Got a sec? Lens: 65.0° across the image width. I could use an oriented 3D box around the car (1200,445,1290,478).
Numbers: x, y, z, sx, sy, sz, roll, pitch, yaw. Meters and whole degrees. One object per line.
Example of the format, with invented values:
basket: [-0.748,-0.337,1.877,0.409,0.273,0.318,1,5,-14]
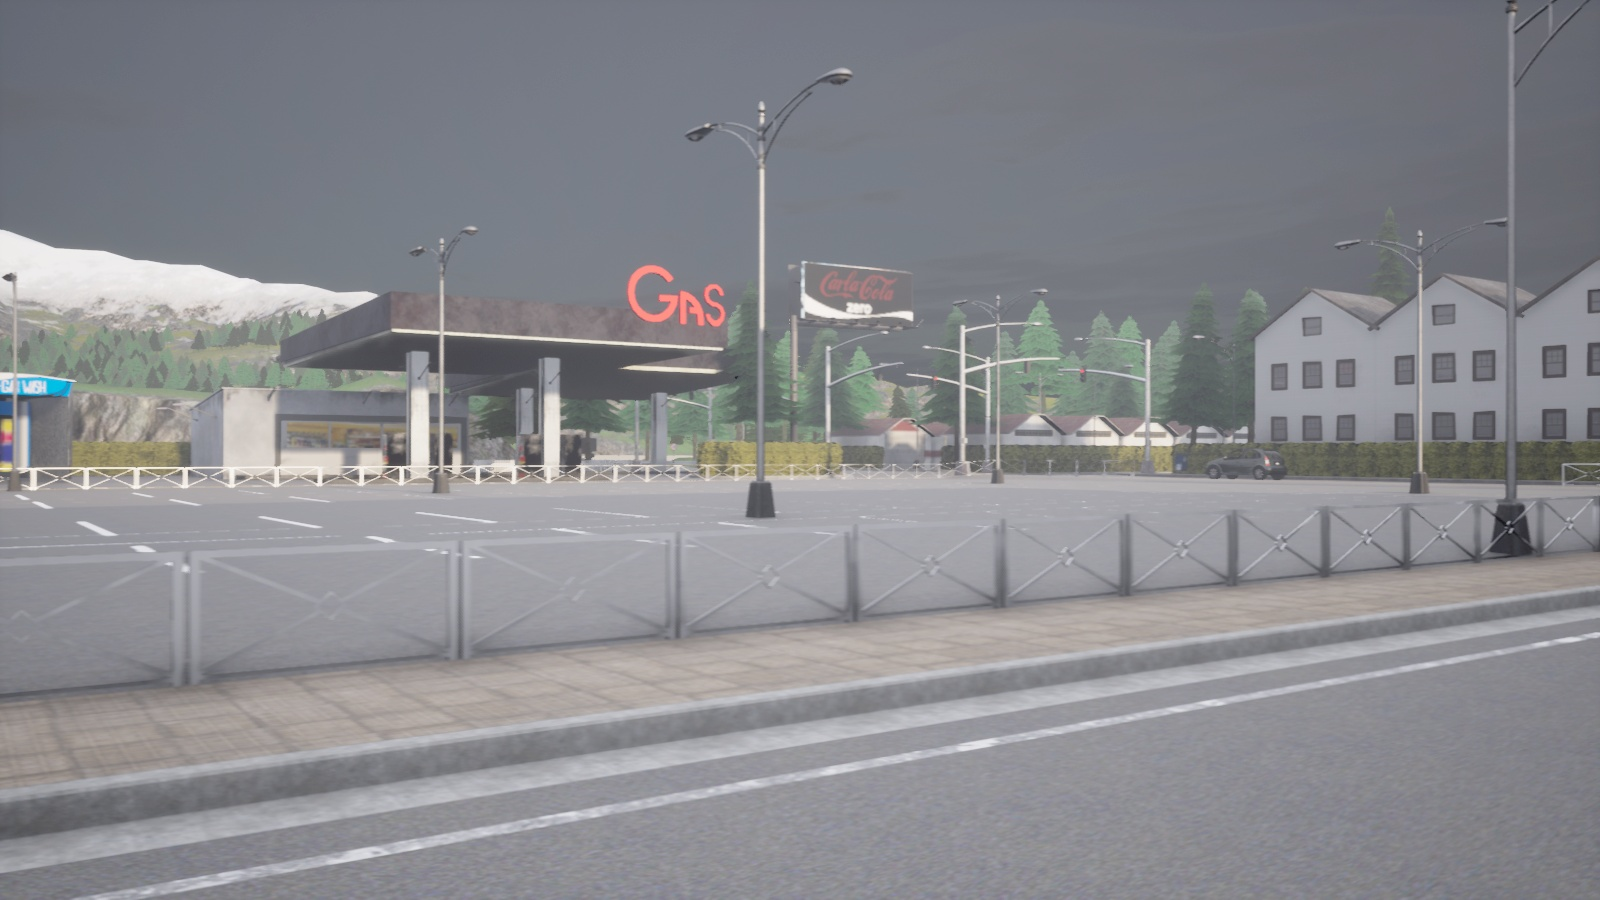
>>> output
car: [22.620,0.576,63.899,1.851,1.617,3.988,0,0,-35]
